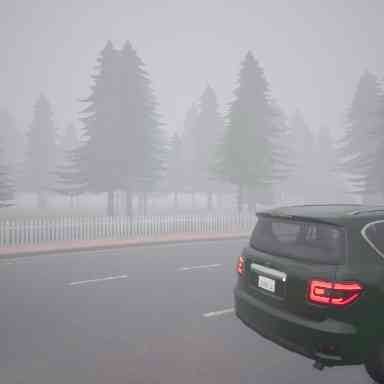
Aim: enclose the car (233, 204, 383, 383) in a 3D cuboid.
[{"bbox_3d":[3.305,1.222,5.349,5.566,2.045,2.150,0,0,-27],"label":"car"}]
